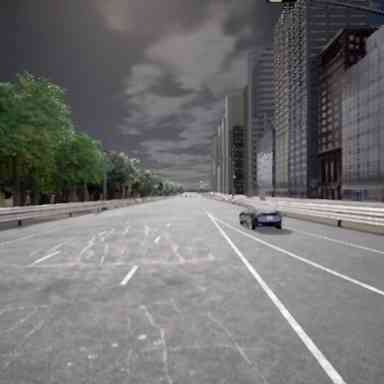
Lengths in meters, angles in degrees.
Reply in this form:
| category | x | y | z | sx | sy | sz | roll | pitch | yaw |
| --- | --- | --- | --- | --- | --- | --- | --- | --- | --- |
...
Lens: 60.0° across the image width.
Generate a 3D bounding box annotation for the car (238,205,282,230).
| category | x | y | z | sx | sy | sz | roll | pitch | yaw |
| --- | --- | --- | --- | --- | --- | --- | --- | --- | --- |
| car | 4.458 | 1.607 | 22.158 | 2.163 | 1.488 | 4.792 | 0 | 0 | -5 |
